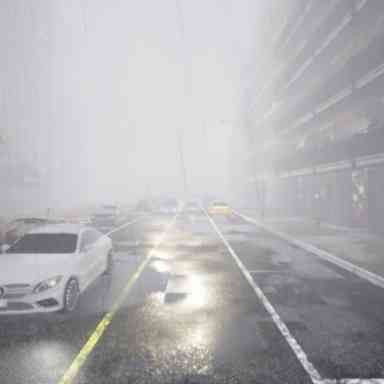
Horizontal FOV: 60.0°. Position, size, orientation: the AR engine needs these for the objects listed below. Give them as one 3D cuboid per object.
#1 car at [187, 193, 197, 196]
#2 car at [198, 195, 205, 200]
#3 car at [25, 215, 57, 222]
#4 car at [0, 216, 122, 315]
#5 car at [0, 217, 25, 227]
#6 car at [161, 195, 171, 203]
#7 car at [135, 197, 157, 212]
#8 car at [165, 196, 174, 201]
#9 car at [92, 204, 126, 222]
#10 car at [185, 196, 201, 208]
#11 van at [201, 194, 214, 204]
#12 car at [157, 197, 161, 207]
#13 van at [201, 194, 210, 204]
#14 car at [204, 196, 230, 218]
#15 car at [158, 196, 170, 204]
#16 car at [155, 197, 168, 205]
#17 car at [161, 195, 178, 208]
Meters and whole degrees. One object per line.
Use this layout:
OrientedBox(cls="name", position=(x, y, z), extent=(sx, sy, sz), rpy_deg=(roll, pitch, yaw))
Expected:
OrientedBox(cls="car", position=(0.009, 1.241, 62.000), extent=(2.150, 2.045, 5.566), rpy_deg=(0, 0, 0))
OrientedBox(cls="car", position=(2.696, 1.631, 94.874), extent=(1.947, 1.339, 4.313), rpy_deg=(0, 0, 0))
OrientedBox(cls="car", position=(-5.692, 1.549, 12.033), extent=(2.008, 1.369, 4.403), rpy_deg=(0, 0, 0))
OrientedBox(cls="car", position=(-3.100, 1.524, 7.665), extent=(1.812, 1.442, 4.674), rpy_deg=(0, 0, 0))
OrientedBox(cls="car", position=(-5.693, 1.314, 6.509), extent=(2.192, 1.841, 5.009), rpy_deg=(0, 0, 0))
OrientedBox(cls="car", position=(-5.687, 1.474, 72.784), extent=(1.967, 1.590, 4.097), rpy_deg=(0, 0, 0))
OrientedBox(cls="car", position=(-5.689, 1.569, 39.647), extent=(1.947, 1.339, 4.313), rpy_deg=(0, 0, 0))
OrientedBox(cls="car", position=(-5.686, 1.613, 83.829), extent=(1.947, 1.339, 4.313), rpy_deg=(0, 0, 0))
OrientedBox(cls="car", position=(-5.691, 1.550, 23.078), extent=(2.008, 1.369, 4.403), rpy_deg=(0, 0, 0))
OrientedBox(cls="car", position=(0.013, 1.610, 48.715), extent=(1.895, 1.301, 4.718), rpy_deg=(0, 0, 0))
OrientedBox(cls="van", position=(2.692, 1.352, 50.692), extent=(1.690, 1.788, 3.998), rpy_deg=(0, 0, 0))
OrientedBox(cls="car", position=(-5.689, 1.450, 50.693), extent=(1.967, 1.590, 4.097), rpy_deg=(0, 0, 0))
OrientedBox(cls="van", position=(2.693, 1.369, 67.259), extent=(1.690, 1.788, 3.998), rpy_deg=(0, 0, 0))
OrientedBox(cls="car", position=(2.353, 1.458, 30.166), extent=(1.801, 1.575, 5.366), rpy_deg=(0, 0, 0))
OrientedBox(cls="car", position=(-5.687, 1.578, 67.261), extent=(2.008, 1.369, 4.403), rpy_deg=(0, 0, 0))
OrientedBox(cls="car", position=(-5.688, 1.572, 61.737), extent=(2.008, 1.369, 4.403), rpy_deg=(0, 0, 0))
OrientedBox(cls="car", position=(-3.068, 1.573, 49.550), extent=(1.994, 1.385, 4.181), rpy_deg=(0, 0, 0))
